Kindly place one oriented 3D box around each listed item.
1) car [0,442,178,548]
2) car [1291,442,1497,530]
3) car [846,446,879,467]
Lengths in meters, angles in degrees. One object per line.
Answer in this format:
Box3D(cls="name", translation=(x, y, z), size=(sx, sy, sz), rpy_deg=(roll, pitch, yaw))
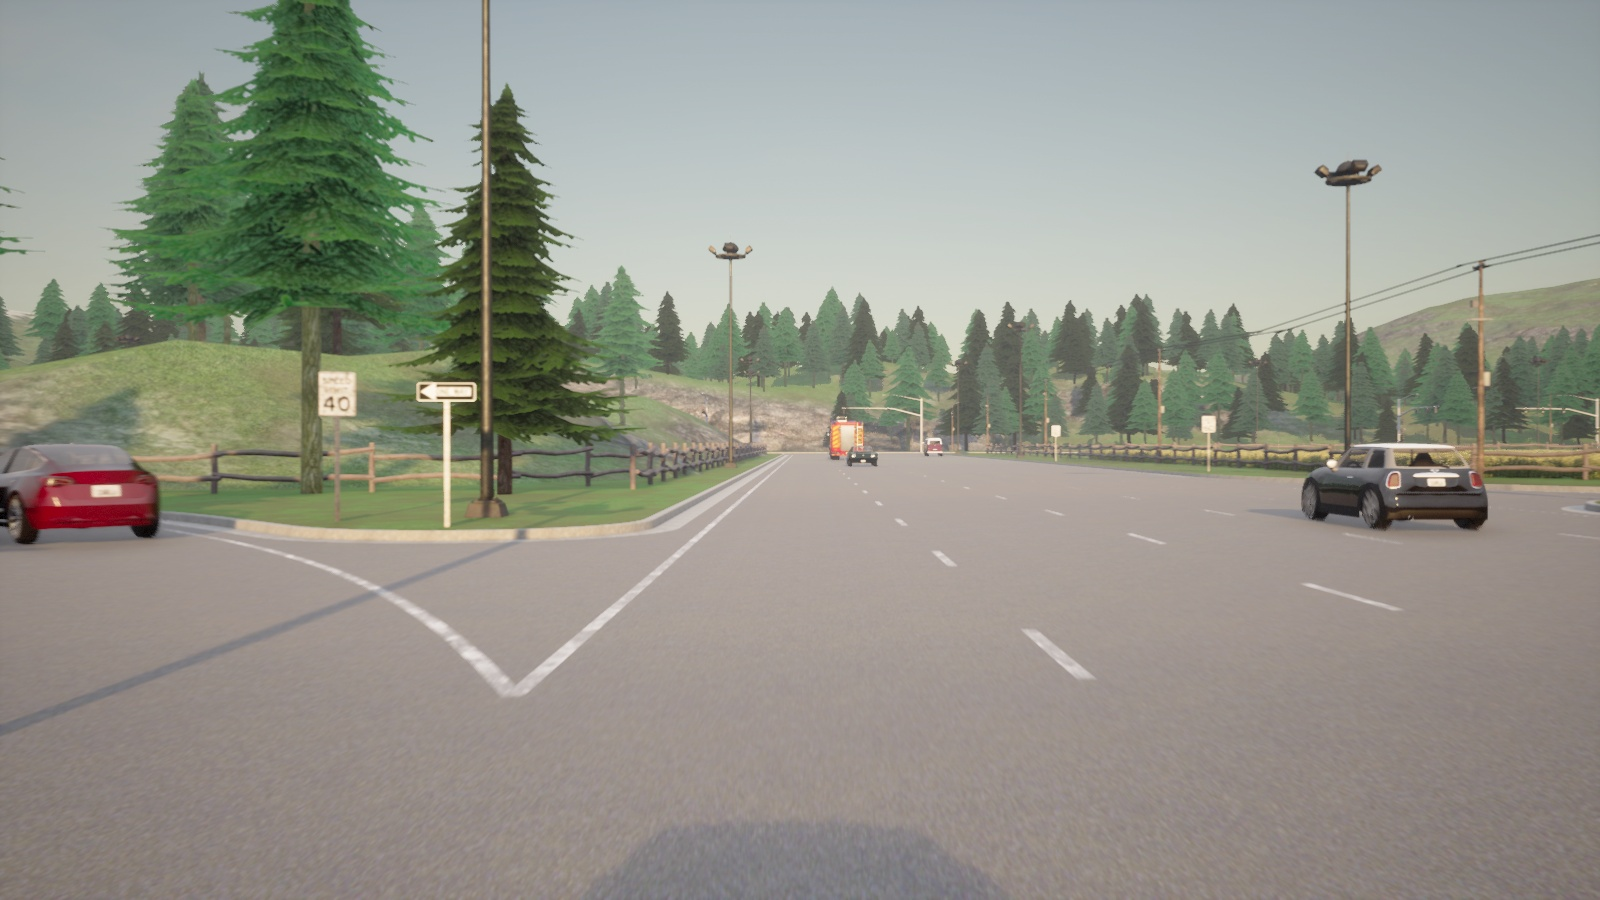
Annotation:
Box3D(cls="car", translation=(-12.015, 0.624, 20.160), size=(4.792, 1.488, 2.163), rpy_deg=(0, 0, 44))
Box3D(cls="car", translation=(10.645, 0.592, 22.843), size=(1.970, 1.475, 3.806), rpy_deg=(0, 0, 0))
Box3D(cls="car", translation=(3.975, 0.396, 80.841), size=(1.895, 1.301, 4.718), rpy_deg=(0, 0, 0))
